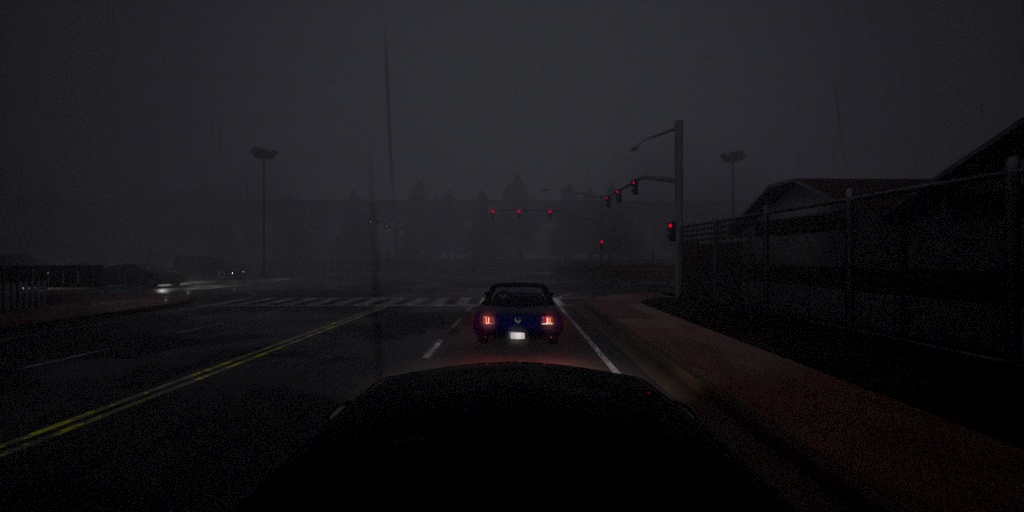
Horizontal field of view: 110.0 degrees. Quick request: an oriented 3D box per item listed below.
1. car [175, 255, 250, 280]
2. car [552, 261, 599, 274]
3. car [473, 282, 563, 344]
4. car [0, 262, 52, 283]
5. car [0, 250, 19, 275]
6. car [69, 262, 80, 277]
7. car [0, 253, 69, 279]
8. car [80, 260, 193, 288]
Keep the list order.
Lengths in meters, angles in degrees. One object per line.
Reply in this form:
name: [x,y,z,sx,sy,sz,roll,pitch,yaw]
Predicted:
car: [-25.400,0.965,30.188,5.566,2.045,2.150,0,0,-1]
car: [7.358,1.297,41.454,5.357,1.411,2.033,0,0,-1]
car: [0.189,1.351,9.579,1.895,1.301,4.718,0,0,2]
car: [-33.144,1.268,23.059,4.181,1.385,1.994,1,0,-1]
car: [-45.437,0.388,29.884,5.566,2.045,2.150,4,0,-1]
car: [-35.123,1.190,30.029,4.674,1.442,1.812,1,0,-1]
car: [-37.160,0.819,26.494,5.566,2.045,2.150,2,0,-1]
car: [-24.161,1.226,23.207,5.008,1.535,1.882,0,0,-1]
